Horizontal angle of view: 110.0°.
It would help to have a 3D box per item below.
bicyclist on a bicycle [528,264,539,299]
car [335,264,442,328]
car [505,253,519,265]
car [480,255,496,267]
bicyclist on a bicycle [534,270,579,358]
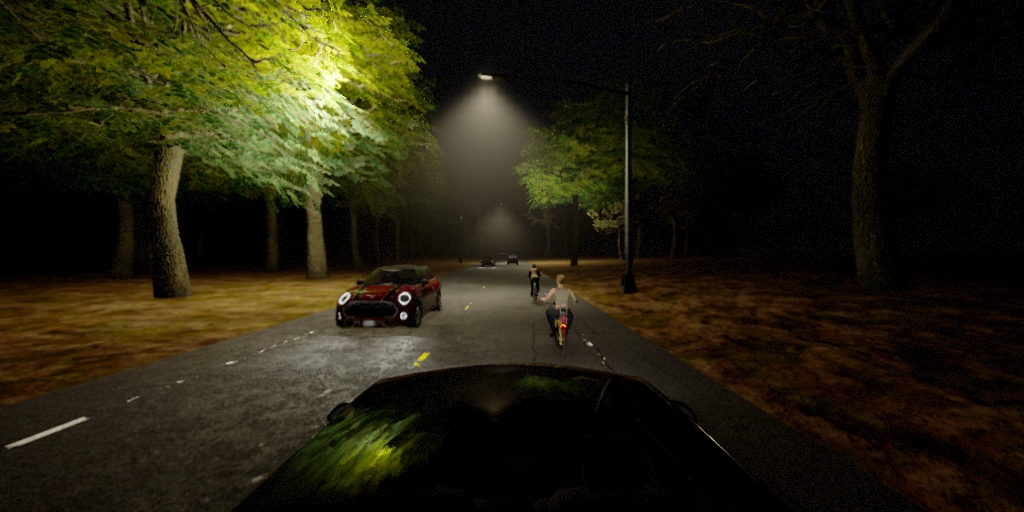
[{"bbox_3d":[0.966,1.172,15.322,0.582,1.620,1.656,0,0,0],"label":"bicyclist on a bicycle"},{"bbox_3d":[-3.599,1.090,11.264,2.097,1.767,4.553,0,0,0],"label":"car"},{"bbox_3d":[0.106,0.712,60.272,2.128,1.511,4.902,0,1,0],"label":"car"},{"bbox_3d":[-3.582,0.717,53.422,2.097,1.767,4.553,0,1,0],"label":"car"},{"bbox_3d":[1.002,1.185,7.484,0.866,1.612,1.509,0,0,0],"label":"bicyclist on a bicycle"}]
